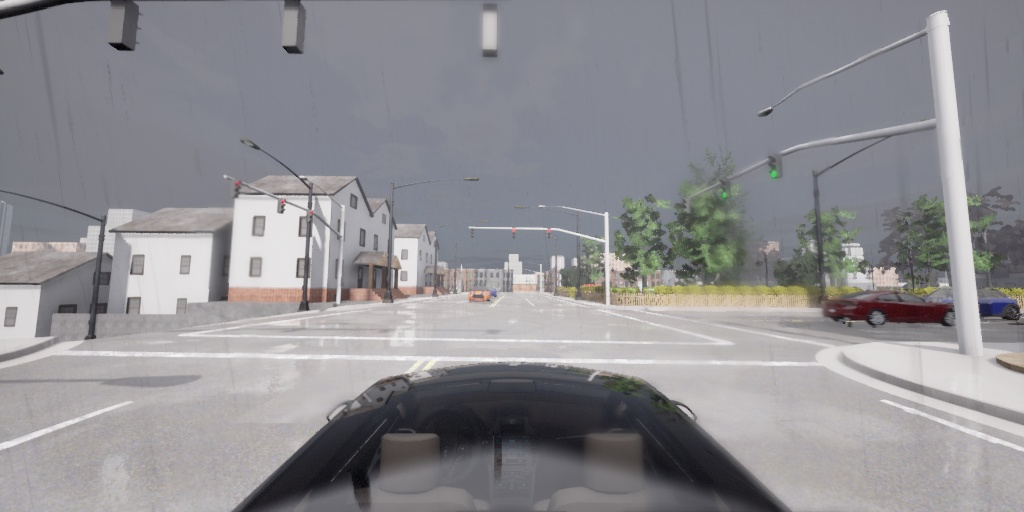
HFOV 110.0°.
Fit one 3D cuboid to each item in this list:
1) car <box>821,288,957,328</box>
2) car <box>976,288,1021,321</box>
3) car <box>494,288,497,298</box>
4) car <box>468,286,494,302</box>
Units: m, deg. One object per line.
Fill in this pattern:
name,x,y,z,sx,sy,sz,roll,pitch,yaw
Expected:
car,16.558,2.277,15.752,5.008,1.535,1.882,0,-5,1
car,23.766,2.494,19.217,4.553,1.767,2.097,0,-5,1
car,-3.371,5.696,56.110,1.882,1.535,5.008,0,-5,0
car,-3.450,4.021,38.583,2.097,1.767,4.553,0,-5,0
